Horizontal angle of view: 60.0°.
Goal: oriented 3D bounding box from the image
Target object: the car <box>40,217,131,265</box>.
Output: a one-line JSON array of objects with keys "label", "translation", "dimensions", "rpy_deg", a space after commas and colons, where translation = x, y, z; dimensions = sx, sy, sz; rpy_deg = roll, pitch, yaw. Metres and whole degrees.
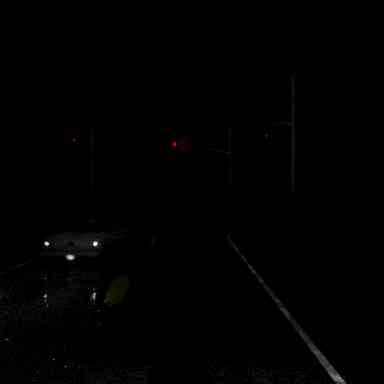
[{"label": "car", "translation": [-3.521, 1.595, 11.875], "dimensions": [1.895, 1.301, 4.718], "rpy_deg": [0, 0, 1]}]
